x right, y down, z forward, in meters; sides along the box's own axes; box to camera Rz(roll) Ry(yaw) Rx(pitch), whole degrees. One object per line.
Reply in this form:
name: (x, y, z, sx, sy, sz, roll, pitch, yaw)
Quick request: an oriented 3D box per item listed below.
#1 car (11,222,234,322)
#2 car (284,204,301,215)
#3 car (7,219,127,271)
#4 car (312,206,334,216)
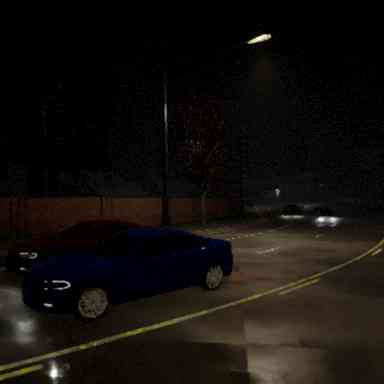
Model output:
car: (-1.154, 1.604, 7.756, 5.008, 1.535, 1.882, 1, -1, -41)
car: (14.471, 2.530, 48.114, 1.882, 1.535, 5.008, -1, -1, 9)
car: (-3.093, 1.649, 10.670, 5.008, 1.535, 1.882, 1, -1, -41)
car: (17.421, 2.528, 44.160, 1.895, 1.301, 4.718, -1, -1, 9)
